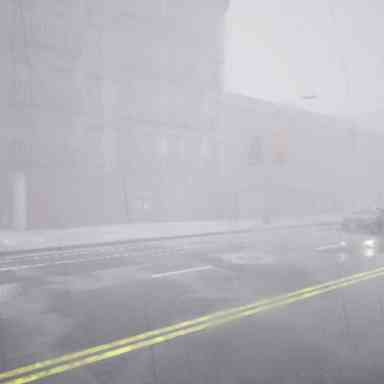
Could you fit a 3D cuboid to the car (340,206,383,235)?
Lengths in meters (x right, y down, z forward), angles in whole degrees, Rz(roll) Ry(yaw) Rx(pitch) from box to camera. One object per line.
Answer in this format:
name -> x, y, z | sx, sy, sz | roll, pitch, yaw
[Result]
car -> 10.478, 1.569, 19.117 | 4.674, 1.442, 1.812 | 1, -1, -35
